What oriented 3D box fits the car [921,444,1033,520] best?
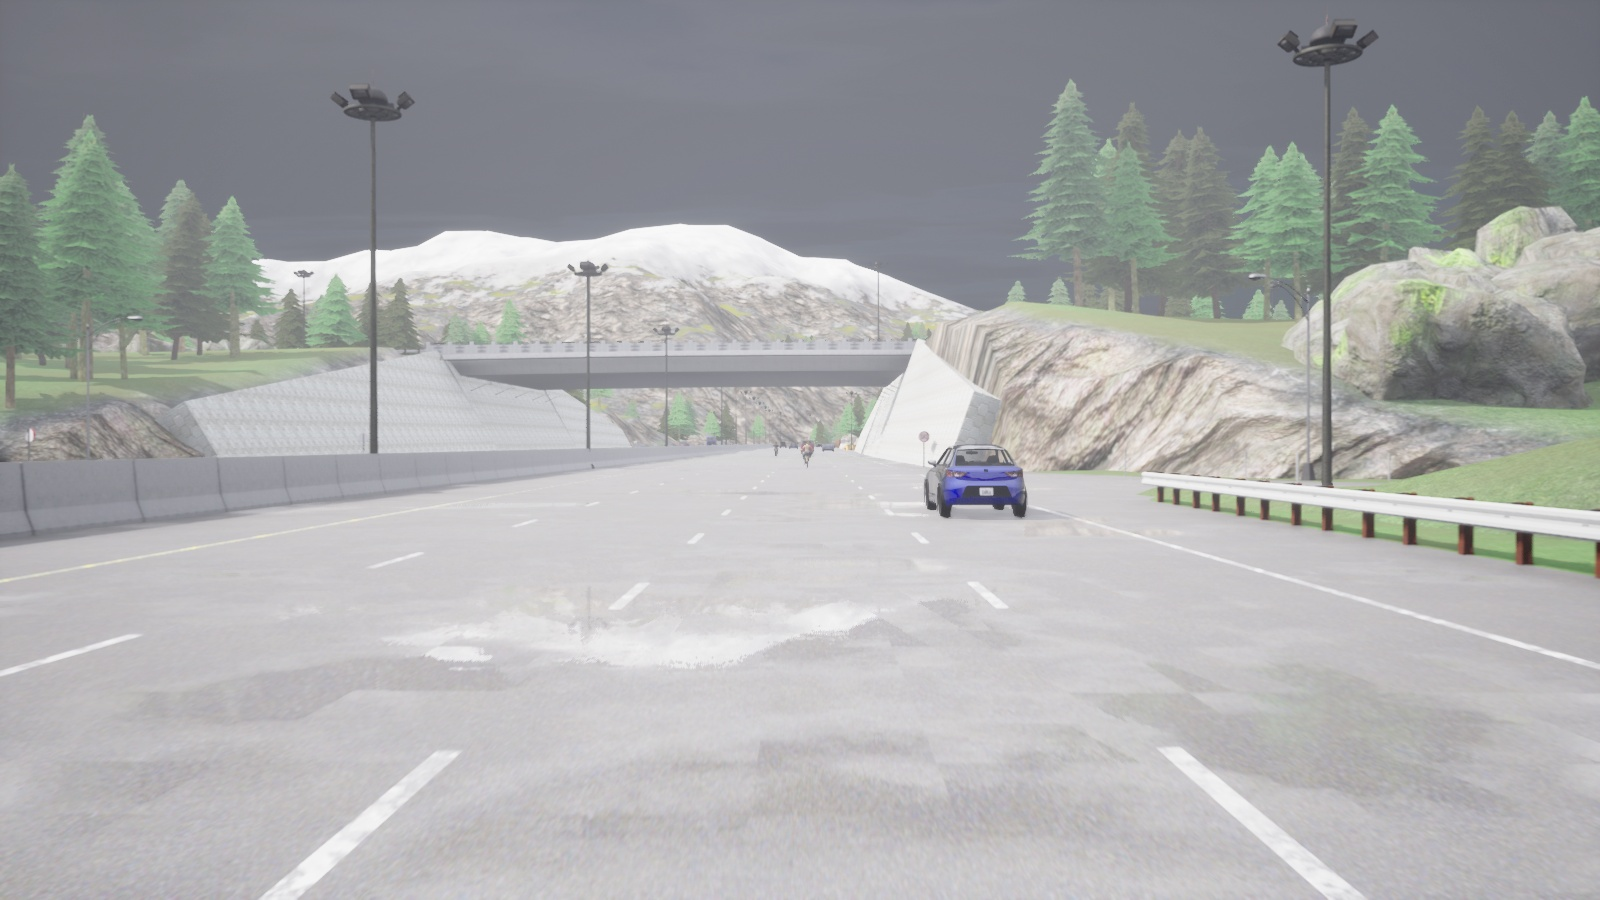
[{"bbox_3d":[3.667,0.613,26.674,1.816,1.474,4.193,0,0,0],"label":"car"}]
